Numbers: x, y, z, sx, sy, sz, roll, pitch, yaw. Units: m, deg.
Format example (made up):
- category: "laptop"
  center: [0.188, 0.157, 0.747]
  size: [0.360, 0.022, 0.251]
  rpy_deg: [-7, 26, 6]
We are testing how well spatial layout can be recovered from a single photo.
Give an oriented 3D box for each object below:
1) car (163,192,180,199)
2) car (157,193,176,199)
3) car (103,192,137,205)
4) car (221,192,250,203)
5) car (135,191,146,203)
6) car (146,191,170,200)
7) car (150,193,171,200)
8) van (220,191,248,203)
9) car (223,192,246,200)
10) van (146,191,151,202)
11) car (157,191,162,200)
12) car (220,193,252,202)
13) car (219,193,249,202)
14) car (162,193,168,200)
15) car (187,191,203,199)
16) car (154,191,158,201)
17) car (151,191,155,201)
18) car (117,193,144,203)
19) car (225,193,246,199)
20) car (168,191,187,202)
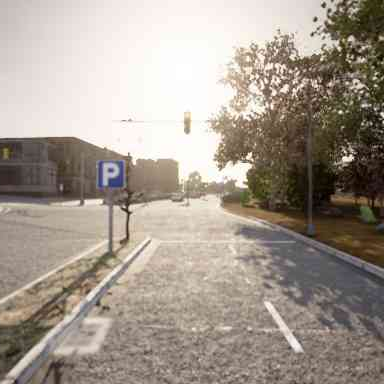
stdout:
- category: "car"
  center: [-5.773, 0.913, 94.164]
  size: [4.553, 1.767, 2.185]
  rpy_deg: [-1, 0, -10]
- category: "car"
  center: [-6.803, 1.057, 88.205]
  size: [5.008, 1.535, 2.097]
  rpy_deg: [-1, 0, -11]
- category: "car"
  center: [-11.558, 1.200, 52.316]
  size: [4.792, 1.488, 2.163]
  rpy_deg: [-1, 0, -15]
- category: "car"
  center: [7.542, 0.970, 57.918]
  size: [4.553, 1.767, 2.185]
  rpy_deg: [0, 0, -14]
- category: "car"
  center: [-10.920, 1.149, 55.310]
  size: [5.366, 1.575, 1.946]
  rpy_deg: [-1, 0, -15]
- category: "car"
  center: [-8.171, 0.833, 79.263]
  size: [5.566, 2.045, 2.435]
  rpy_deg: [-1, 0, -12]
- category: "car"
  center: [-7.755, 1.076, 82.243]
  size: [5.008, 1.535, 2.097]
  rpy_deg: [-1, 0, -12]
- category: "van"
  center: [7.164, 0.879, 54.948]
  size: [4.442, 1.987, 1.878]
  rpy_deg: [1, 0, -14]
- category: "car"
  center: [9.303, 0.917, 72.622]
  size: [4.553, 1.767, 2.185]
  rpy_deg: [0, 0, -12]
- category: "van"
  center: [-10.373, 0.910, 61.302]
  size: [4.442, 1.987, 1.878]
  rpy_deg: [-1, 0, -14]
- category: "car"
  center: [-9.418, 1.152, 70.273]
  size: [4.674, 1.452, 2.002]
  rpy_deg: [-1, 0, -13]
- category: "car"
  center: [8.072, 1.084, 60.913]
  size: [5.366, 1.575, 1.946]
  rpy_deg: [1, 0, -13]
- category: "car"
  center: [8.048, 1.070, 63.765]
  size: [5.366, 1.575, 1.946]
  rpy_deg: [1, 1, -13]
- category: "car"
  center: [-8.615, 1.134, 76.257]
  size: [4.674, 1.452, 2.002]
  rpy_deg: [-1, 0, -12]
- category: "car"
  center: [0.745, 0.898, 86.283]
  size: [2.097, 1.767, 4.553]
  rpy_deg: [0, 0, 9]
- category: "car"
  center: [-9.784, 1.160, 67.270]
  size: [4.674, 1.452, 2.002]
  rpy_deg: [-1, 0, -13]
- category: "car"
  center: [-10.151, 1.131, 64.274]
  size: [4.892, 1.521, 2.231]
  rpy_deg: [-1, 0, -14]
- category: "car"
  center: [-10.832, 1.022, 58.262]
  size: [4.553, 1.767, 2.185]
  rpy_deg: [-1, 0, -14]
- category: "car"
  center: [11.024, 1.028, 84.335]
  size: [4.792, 1.488, 2.163]
  rpy_deg: [0, 1, -11]
- category: "car"
  center: [-2.689, 1.187, 61.085]
  size: [1.837, 1.490, 4.892]
  rpy_deg: [0, 2, 6]
